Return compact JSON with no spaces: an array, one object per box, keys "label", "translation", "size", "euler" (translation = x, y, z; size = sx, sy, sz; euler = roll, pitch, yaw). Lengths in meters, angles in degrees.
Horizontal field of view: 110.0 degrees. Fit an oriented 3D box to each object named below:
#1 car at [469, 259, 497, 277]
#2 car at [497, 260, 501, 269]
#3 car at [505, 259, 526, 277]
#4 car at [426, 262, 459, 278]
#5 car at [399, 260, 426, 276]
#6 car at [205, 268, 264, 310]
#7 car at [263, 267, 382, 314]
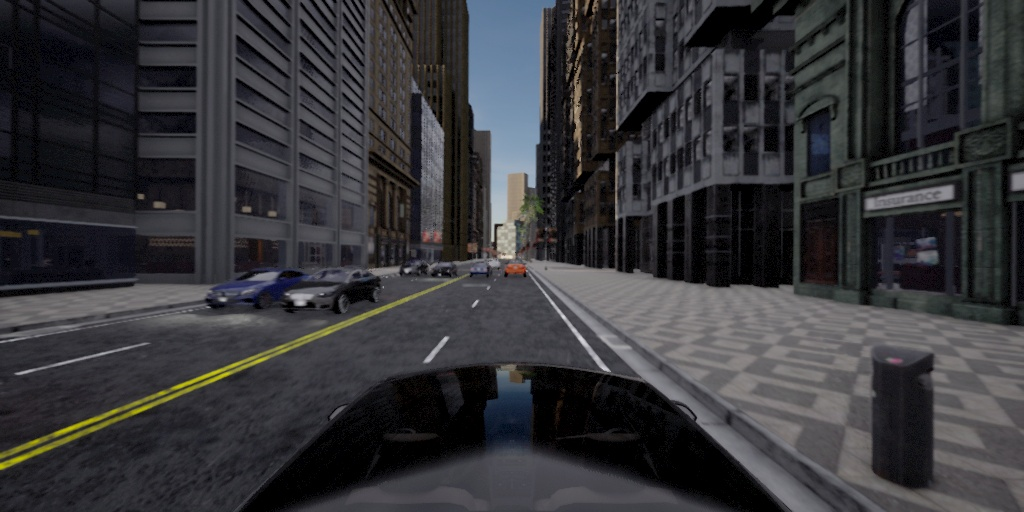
[{"label":"car","translation":[-2.925,1.267,34.726],"size":[2.033,1.411,5.357],"euler":[0,0,2]},{"label":"car","translation":[-2.705,1.237,54.479],"size":[1.812,1.442,4.674],"euler":[0,0,1]},{"label":"car","translation":[0.364,1.094,36.108],"size":[2.097,1.767,4.553],"euler":[0,0,1]},{"label":"car","translation":[-6.237,1.243,33.836],"size":[2.033,1.411,5.357],"euler":[0,0,1]},{"label":"car","translation":[-9.469,1.170,34.913],"size":[2.128,1.511,4.902],"euler":[0,0,1]},{"label":"car","translation":[-9.749,1.201,14.444],"size":[1.812,1.442,4.674],"euler":[0,0,1]},{"label":"car","translation":[-6.509,1.192,13.510],"size":[2.128,1.511,4.902],"euler":[0,0,1]}]
